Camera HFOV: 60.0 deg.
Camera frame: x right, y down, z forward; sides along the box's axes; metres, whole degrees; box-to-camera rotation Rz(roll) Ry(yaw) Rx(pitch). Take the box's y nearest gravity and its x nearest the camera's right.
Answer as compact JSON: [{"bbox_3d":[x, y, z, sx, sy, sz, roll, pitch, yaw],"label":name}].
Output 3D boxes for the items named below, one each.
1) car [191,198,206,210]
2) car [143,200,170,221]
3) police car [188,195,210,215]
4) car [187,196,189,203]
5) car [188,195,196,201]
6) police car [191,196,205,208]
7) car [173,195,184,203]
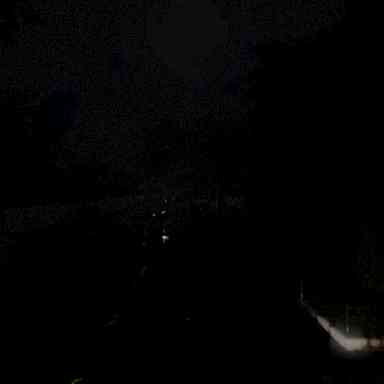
[{"bbox_3d":[0.840,1.512,44.226,1.812,1.442,4.674,0,0,0],"label":"car"},{"bbox_3d":[-2.838,1.478,27.217,1.837,1.490,4.892,0,0,0],"label":"car"},{"bbox_3d":[0.837,1.403,34.331,1.930,1.638,5.238,0,0,0],"label":"police car"},{"bbox_3d":[0.023,1.507,68.918,1.994,1.385,4.181,0,0,0],"label":"car"},{"bbox_3d":[0.028,1.536,84.585,1.994,1.385,4.181,0,0,0],"label":"car"},{"bbox_3d":[0.842,1.421,50.340,1.930,1.638,5.238,0,0,0],"label":"police car"},{"bbox_3d":[-2.728,1.406,68.430,2.097,1.767,4.553,0,0,0],"label":"car"}]
